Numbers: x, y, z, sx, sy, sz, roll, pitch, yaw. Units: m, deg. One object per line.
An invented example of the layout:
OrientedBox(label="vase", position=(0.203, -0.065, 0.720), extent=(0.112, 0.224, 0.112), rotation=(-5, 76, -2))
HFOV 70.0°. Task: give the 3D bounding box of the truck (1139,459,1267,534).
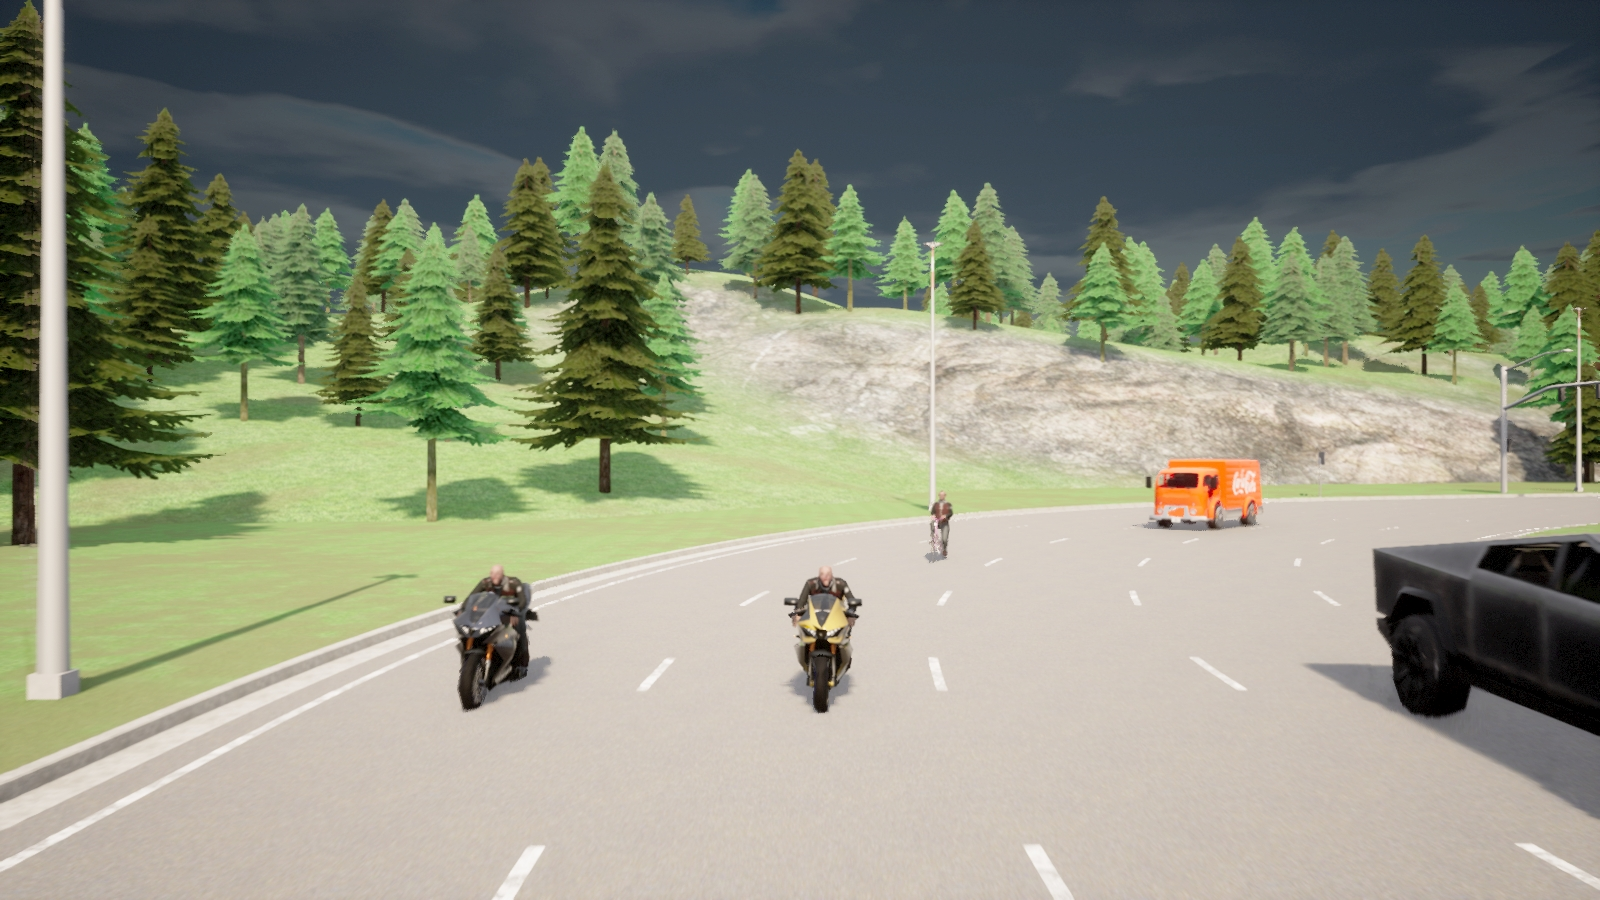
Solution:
OrientedBox(label="truck", position=(14.482, 1.556, 40.870), extent=(2.627, 2.467, 5.204), rotation=(0, 0, 40))

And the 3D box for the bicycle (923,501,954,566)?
OrientedBox(label="bicycle", position=(3.447, 2.051, 28.404), extent=(0.329, 1.471, 1.835), rotation=(1, 0, 20))

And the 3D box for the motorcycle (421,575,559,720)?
OrientedBox(label="motorcycle", position=(-3.495, 2.200, 13.127), extent=(0.867, 1.251, 2.209), rotation=(1, 0, 3))

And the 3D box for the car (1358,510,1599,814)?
OrientedBox(label="car", position=(7.436, 1.750, 10.013), extent=(2.390, 2.098, 6.274), rotation=(0, 0, 4))

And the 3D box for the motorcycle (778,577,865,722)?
OrientedBox(label="motorcycle", position=(0.286, 2.201, 13.014), extent=(0.867, 1.251, 2.209), rotation=(0, 0, 4))
